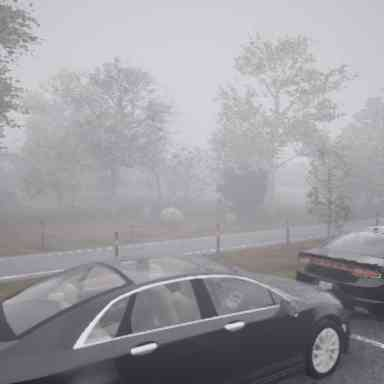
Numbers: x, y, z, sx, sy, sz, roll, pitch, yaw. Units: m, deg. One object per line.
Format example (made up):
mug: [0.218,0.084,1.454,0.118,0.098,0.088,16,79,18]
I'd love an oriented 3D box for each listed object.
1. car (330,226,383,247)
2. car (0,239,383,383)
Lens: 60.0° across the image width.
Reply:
car: [4.422,1.482,7.202,5.008,1.535,2.097,0,0,-33]
car: [-0.092,1.512,3.987,4.892,1.521,2.231,0,0,-33]
